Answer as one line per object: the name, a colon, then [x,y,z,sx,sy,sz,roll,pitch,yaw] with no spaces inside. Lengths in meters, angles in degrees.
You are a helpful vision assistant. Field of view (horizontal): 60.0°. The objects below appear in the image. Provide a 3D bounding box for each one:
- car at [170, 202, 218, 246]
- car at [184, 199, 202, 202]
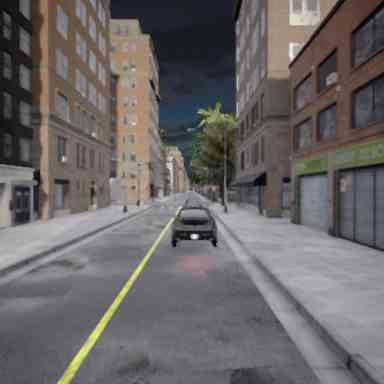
car: [0.101,1.409,14.801,1.837,1.490,4.892,0,0,0]
car: [0.101,1.348,33.875,1.994,1.385,4.181,0,0,0]
